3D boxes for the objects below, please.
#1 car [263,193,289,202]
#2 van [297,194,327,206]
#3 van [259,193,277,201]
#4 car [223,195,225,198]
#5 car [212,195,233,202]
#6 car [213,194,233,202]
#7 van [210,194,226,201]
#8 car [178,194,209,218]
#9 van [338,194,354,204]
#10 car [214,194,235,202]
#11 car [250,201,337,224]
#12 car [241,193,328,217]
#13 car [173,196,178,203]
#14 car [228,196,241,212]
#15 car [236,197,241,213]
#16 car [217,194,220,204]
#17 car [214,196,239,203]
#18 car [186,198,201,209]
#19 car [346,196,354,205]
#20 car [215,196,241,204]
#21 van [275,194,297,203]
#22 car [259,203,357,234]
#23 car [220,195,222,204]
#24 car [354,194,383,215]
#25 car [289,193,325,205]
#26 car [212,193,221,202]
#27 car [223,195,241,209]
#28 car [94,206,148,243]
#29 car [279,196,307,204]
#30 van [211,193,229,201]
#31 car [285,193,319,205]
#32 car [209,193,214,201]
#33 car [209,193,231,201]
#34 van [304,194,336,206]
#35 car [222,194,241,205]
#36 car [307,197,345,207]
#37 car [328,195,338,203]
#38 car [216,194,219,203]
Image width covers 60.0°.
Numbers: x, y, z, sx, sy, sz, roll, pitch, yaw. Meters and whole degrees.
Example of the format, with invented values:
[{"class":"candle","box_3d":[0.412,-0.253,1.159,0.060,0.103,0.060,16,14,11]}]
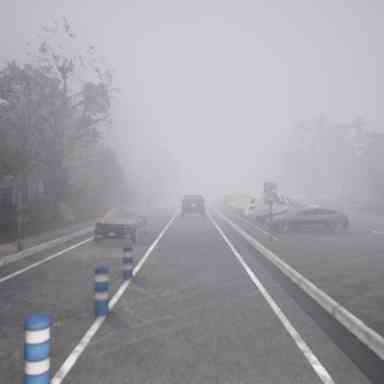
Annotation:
[{"class":"car","box_3d":[20.388,1.326,80.768,5.566,2.045,2.435,0,0,0]},{"class":"van","box_3d":[20.082,1.271,55.713,4.442,1.987,1.878,0,0,1]},{"class":"van","box_3d":[20.372,1.378,89.087,4.442,1.987,1.878,0,-1,0]},{"class":"car","box_3d":[7.018,1.479,44.799,4.892,1.521,2.231,0,0,0]},{"class":"car","box_3d":[7.332,1.585,80.888,5.008,1.535,2.097,0,0,0]},{"class":"car","box_3d":[7.282,1.450,78.113,4.553,1.767,2.185,0,0,0]},{"class":"van","box_3d":[7.341,1.477,94.753,4.442,1.987,1.878,0,-1,0]},{"class":"car","box_3d":[0.122,1.221,30.476,2.150,2.045,5.566,0,0,0]},{"class":"van","box_3d":[20.173,1.257,39.222,4.442,1.987,1.878,0,0,0]},{"class":"car","box_3d":[7.258,1.441,75.337,4.553,1.767,2.185,0,0,0]},{"class":"car","box_3d":[6.837,1.580,22.601,5.008,1.535,2.097,0,0,0]},{"class":"car","box_3d":[6.884,1.313,25.376,5.566,2.045,2.435,0,0,0]},{"class":"car","box_3d":[-3.033,1.557,70.659,1.812,1.442,4.674,0,0,0]},{"class":"car","box_3d":[6.742,1.516,33.707,5.366,1.575,1.946,0,0,0]},{"class":"car","box_3d":[6.910,1.535,30.930,4.892,1.521,2.231,0,0,0]},{"class":"car","box_3d":[7.091,1.534,55.904,4.792,1.488,2.163,0,0,0]},{"class":"car","box_3d":[7.235,1.550,69.784,4.892,1.521,2.231,0,0,0]},{"class":"car","box_3d":[0.177,1.567,46.903,1.994,1.385,4.181,0,0,0]},{"class":"car","box_3d":[20.003,1.526,36.330,4.792,1.488,2.163,0,0,0]},{"class":"car","box_3d":[7.223,1.541,67.008,4.892,1.521,2.231,0,0,1]},{"class":"van","box_3d":[20.461,1.325,72.457,4.442,1.987,1.878,0,0,1]},{"class":"car","box_3d":[6.778,1.625,19.826,4.792,1.488,2.163,0,0,0]},{"class":"car","box_3d":[7.102,1.517,50.350,4.792,1.488,2.163,0,0,1]},{"class":"car","box_3d":[20.035,1.260,33.559,5.566,2.045,2.435,0,0,0]},{"class":"car","box_3d":[20.195,1.255,58.482,5.566,2.045,2.435,0,0,0]},{"class":"car","box_3d":[7.008,1.529,64.234,5.366,1.575,1.946,0,0,0]},{"class":"car","box_3d":[6.792,1.487,39.380,5.366,1.575,1.946,0,0,0]},{"class":"car","box_3d":[-3.338,1.483,16.345,1.882,1.535,5.008,0,0,0]},{"class":"car","box_3d":[20.290,1.532,66.792,5.008,1.535,2.097,0,0,1]},{"class":"van","box_3d":[7.269,1.377,86.442,4.442,1.987,1.878,0,0,0]},{"class":"car","box_3d":[20.219,1.263,61.252,5.566,2.045,2.435,0,0,0]},{"class":"car","box_3d":[7.080,1.555,72.561,5.366,1.575,1.946,0,0,0]},{"class":"car","box_3d":[7.438,1.360,89.217,5.566,2.045,2.435,0,0,0]},{"class":"van","box_3d":[20.291,1.262,52.941,4.442,1.987,1.878,0,0,1]},{"class":"car","box_3d":[7.079,1.355,47.578,4.553,1.767,2.185,0,0,0]},{"class":"car","box_3d":[20.156,1.479,50.171,5.008,1.535,2.097,0,0,1]},{"class":"car","box_3d":[20.109,1.503,41.994,4.792,1.488,2.163,0,0,1]},{"class":"car","box_3d":[7.115,1.543,58.680,4.792,1.488,2.163,0,0,0]}]
